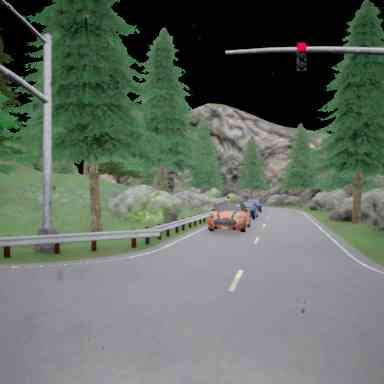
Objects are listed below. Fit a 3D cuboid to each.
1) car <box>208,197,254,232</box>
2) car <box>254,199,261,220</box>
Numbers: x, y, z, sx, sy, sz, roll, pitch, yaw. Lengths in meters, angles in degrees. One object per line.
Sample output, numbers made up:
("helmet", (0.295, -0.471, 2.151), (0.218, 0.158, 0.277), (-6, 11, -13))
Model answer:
("car", (2.368, 1.380, 20.291), (2.097, 1.767, 4.553), (0, 0, 15))
("car", (4.734, 1.518, 29.116), (1.882, 1.535, 5.008), (0, 0, 15))
